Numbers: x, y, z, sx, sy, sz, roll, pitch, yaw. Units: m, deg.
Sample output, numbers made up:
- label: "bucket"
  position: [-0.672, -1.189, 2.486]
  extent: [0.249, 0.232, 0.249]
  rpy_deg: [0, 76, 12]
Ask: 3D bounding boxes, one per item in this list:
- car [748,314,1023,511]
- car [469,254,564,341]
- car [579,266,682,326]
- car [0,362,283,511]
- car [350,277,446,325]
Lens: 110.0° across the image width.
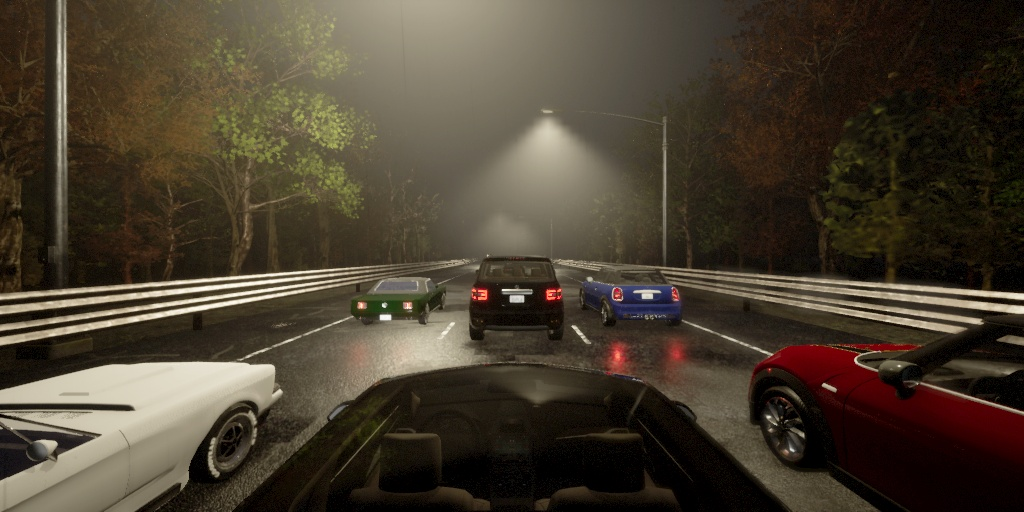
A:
- label: "car"
  position: [3.595, 1.102, 1.992]
  extent: [2.097, 1.767, 4.553]
  rpy_deg: [0, 0, 0]
- label: "car"
  position: [0.103, 0.970, 10.045]
  extent: [2.150, 2.045, 5.566]
  rpy_deg: [0, 0, 0]
- label: "car"
  position: [3.605, 1.099, 11.744]
  extent: [2.097, 1.767, 4.553]
  rpy_deg: [0, 0, -1]
- label: "car"
  position: [-3.401, 1.351, 1.707]
  extent: [1.895, 1.301, 4.718]
  rpy_deg: [0, 0, 0]
- label: "car"
  position: [-3.395, 1.348, 11.762]
  extent: [1.895, 1.301, 4.718]
  rpy_deg: [0, 0, -1]
